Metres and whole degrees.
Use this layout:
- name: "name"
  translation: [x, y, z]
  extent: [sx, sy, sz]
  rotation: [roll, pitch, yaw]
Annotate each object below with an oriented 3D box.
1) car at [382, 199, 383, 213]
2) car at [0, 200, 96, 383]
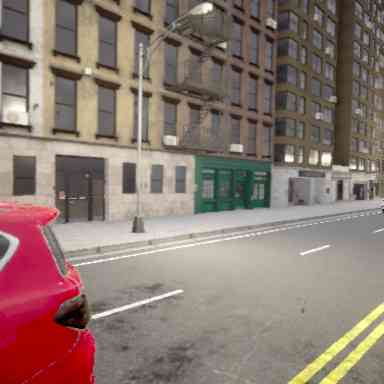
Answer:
- name: "car"
  translation: [17.246, 0.696, 26.950]
  extent: [2.150, 2.045, 5.566]
  rotation: [3, 3, 44]
- name: "car"
  translation: [-3.216, 1.088, 1.477]
  extent: [2.150, 2.045, 5.566]
  rotation: [3, 3, 44]
